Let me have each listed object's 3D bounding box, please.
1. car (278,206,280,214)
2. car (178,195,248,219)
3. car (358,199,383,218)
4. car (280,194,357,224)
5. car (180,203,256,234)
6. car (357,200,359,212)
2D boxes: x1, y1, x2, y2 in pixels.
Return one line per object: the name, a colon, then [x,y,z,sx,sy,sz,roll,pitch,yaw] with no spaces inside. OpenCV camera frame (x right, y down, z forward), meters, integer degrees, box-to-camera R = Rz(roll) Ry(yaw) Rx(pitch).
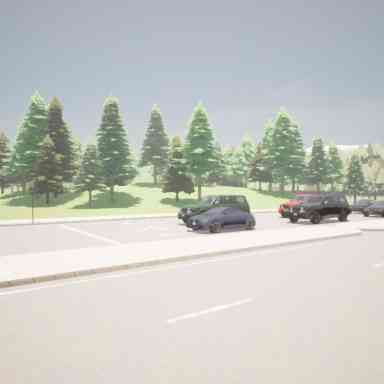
car: [10.166,1.221,29.507,5.566,2.045,2.150,0,0,-33]
car: [1.685,1.221,23.630,5.566,2.045,2.150,0,0,-35]
car: [17.570,1.525,30.398,4.674,1.442,1.812,0,0,-34]
car: [9.511,1.221,24.816,5.566,2.045,2.150,0,0,-34]
car: [1.749,1.564,19.410,4.181,1.385,1.994,0,0,-35]
car: [18.311,1.525,35.168,4.674,1.442,1.812,0,0,-34]
